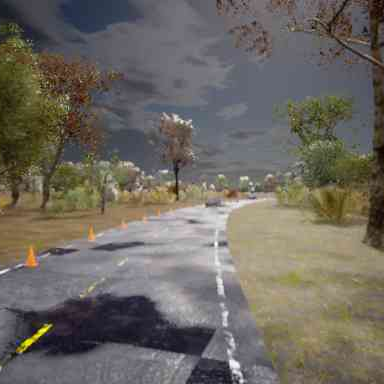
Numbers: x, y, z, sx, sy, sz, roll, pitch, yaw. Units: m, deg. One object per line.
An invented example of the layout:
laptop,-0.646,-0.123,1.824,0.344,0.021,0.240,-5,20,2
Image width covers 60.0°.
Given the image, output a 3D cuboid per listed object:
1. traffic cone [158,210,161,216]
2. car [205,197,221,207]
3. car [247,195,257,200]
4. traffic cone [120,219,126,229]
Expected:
traffic cone,-2.990,1.929,30.343,0.340,0.580,0.340,0,0,8
car,3.193,1.477,49.456,1.837,1.490,4.892,0,0,13
car,16.723,1.440,92.693,1.882,1.535,5.008,0,0,25
traffic cone,-4.187,1.934,20.293,0.340,0.580,0.340,0,0,5
